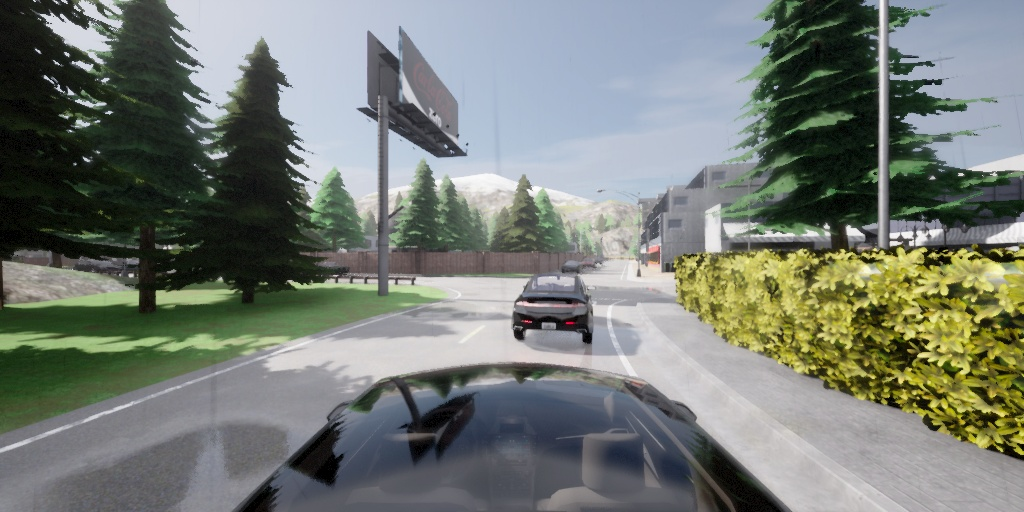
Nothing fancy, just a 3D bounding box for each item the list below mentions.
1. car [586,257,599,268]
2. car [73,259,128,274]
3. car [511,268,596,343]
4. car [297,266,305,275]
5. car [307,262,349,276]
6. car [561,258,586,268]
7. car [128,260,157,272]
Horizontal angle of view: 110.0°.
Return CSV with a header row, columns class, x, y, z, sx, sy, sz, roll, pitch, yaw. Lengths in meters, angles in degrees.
class,x,y,z,sx,sy,sz,roll,pitch,yaw
car,11.824,1.096,55.440,2.097,1.767,4.553,0,0,18
car,-40.556,1.077,35.108,4.892,1.490,1.837,0,0,18
car,1.241,1.241,9.812,2.128,1.511,4.902,0,0,11
car,-19.145,1.172,28.430,4.718,1.301,1.895,0,0,17
car,-16.888,1.172,31.637,4.718,1.301,1.895,0,0,17
car,6.735,1.224,39.963,1.882,1.535,5.008,0,0,18
car,-40.658,1.118,38.905,5.357,1.411,2.033,0,0,18
